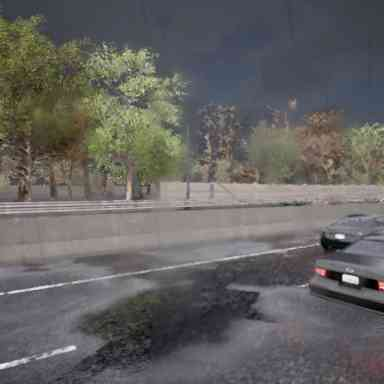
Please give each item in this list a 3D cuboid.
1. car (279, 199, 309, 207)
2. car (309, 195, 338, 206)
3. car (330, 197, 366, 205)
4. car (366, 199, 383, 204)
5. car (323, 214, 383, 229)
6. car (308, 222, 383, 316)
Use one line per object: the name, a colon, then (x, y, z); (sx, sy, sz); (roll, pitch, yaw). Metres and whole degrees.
car: (13.623, 1.572, 43.679); (4.718, 1.301, 1.895); (0, 0, -36)
car: (17.395, 1.322, 42.169); (4.553, 1.767, 2.097); (0, 0, -35)
car: (18.565, 1.572, 38.713); (4.718, 1.301, 1.895); (0, 0, -35)
car: (21.786, 1.463, 36.705); (4.902, 1.511, 2.128); (0, 0, -35)
car: (6.888, 1.549, 12.964); (4.181, 1.385, 1.994); (0, 0, -35)
car: (4.770, 1.539, 7.165); (5.357, 1.411, 2.033); (0, 0, -35)
